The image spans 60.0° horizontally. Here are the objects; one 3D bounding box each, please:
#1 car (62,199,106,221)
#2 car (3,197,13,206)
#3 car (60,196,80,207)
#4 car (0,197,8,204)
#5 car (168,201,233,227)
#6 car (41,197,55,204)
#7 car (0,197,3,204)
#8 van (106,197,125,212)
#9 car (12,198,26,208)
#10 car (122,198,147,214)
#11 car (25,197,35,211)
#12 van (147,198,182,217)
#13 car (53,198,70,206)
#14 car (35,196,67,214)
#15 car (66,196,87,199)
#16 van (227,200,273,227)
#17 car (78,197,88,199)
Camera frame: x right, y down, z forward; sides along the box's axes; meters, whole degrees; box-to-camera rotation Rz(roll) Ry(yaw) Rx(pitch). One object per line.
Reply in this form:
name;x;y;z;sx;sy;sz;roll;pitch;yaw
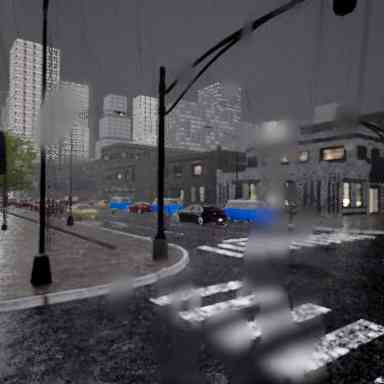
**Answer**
car;-9.187;1.603;28.025;1.752;1.417;4.829;1;-1;-36
car;-32.022;1.751;59.421;1.887;1.381;4.507;1;-1;-36
car;-21.986;1.606;59.873;2.192;1.841;5.009;1;-1;-36
car;-41.766;1.838;72.817;1.947;1.339;4.313;1;-1;-36
car;0.499;1.649;24.386;1.837;1.490;4.892;1;-1;-36
car;-31.731;1.900;73.267;1.887;1.381;4.507;1;-1;-36
car;-38.418;1.774;68.214;1.752;1.417;4.829;1;-1;-36
van;-8.995;1.558;42.009;1.690;1.788;3.998;1;-1;-36
car;-25.527;1.711;50.490;1.887;1.381;4.507;1;-1;-36
car;-5.747;1.745;37.542;1.887;1.381;4.507;1;-1;-36
car;-19.032;1.674;41.560;1.887;1.381;4.507;1;-1;-36
van;-2.499;1.525;33.078;1.690;1.788;3.998;1;-1;-36
car;-25.335;1.838;64.474;1.752;1.417;4.829;1;-1;-36
car;-15.783;1.552;37.095;1.967;1.590;4.097;1;-1;-36
car;-18.739;1.587;55.407;2.192;1.841;5.009;1;-1;-36
van;3.997;1.495;24.147;1.690;1.788;3.998;1;-1;-36
car;-15.491;1.819;50.938;1.947;1.339;4.313;1;-1;-36
